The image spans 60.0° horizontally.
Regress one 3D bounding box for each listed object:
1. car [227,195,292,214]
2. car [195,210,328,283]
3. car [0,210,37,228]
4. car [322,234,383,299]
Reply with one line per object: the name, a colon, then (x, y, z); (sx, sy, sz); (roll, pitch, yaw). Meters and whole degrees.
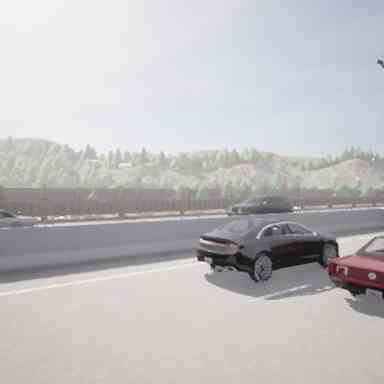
car: (5.185, 1.262, 24.958); (5.566, 2.045, 2.150); (0, 0, -36)
car: (2.380, 1.507, 9.778); (4.902, 1.511, 2.128); (0, 0, -36)
car: (-10.977, 1.616, 17.665); (4.718, 1.301, 1.895); (0, 0, -36)
car: (5.207, 1.616, 7.496); (4.718, 1.301, 1.895); (0, 0, -36)
